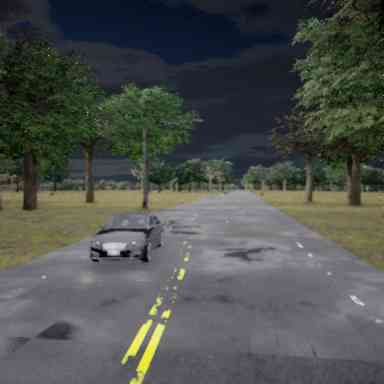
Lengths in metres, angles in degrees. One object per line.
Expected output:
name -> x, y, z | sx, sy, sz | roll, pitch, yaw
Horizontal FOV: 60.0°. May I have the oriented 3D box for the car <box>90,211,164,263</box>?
car -> -2.166, 1.494, 12.119 | 2.128, 1.511, 4.902 | 0, 0, 3
